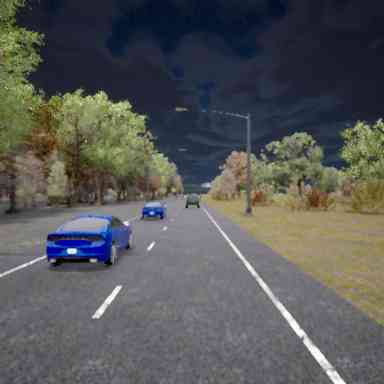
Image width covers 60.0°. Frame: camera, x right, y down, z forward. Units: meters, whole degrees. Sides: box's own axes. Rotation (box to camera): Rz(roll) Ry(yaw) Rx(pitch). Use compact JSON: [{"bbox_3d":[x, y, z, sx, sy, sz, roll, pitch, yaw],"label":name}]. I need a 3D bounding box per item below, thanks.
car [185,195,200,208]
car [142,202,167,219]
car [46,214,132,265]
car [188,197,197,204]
[{"bbox_3d":[0.124,1.485,53.529,2.150,2.045,5.566,0,0,0],"label":"car"},{"bbox_3d":[-3.389,1.627,30.503,1.882,1.535,5.008,0,0,0],"label":"car"},{"bbox_3d":[-3.397,1.536,11.882,1.882,1.535,5.008,0,0,0],"label":"car"},{"bbox_3d":[0.033,1.840,73.023,1.882,1.535,5.008,0,0,0],"label":"car"}]
